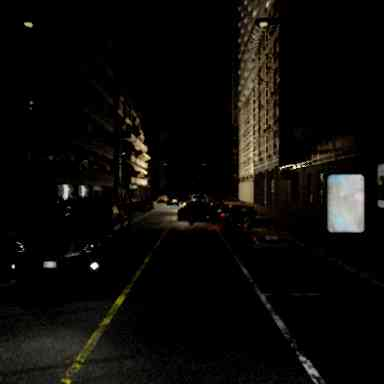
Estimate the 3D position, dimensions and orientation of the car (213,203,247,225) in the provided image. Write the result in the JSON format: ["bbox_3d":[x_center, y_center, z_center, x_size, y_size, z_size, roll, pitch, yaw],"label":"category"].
[{"bbox_3d":[2.713,1.553,24.768,2.008,1.369,4.403,0,0,0],"label":"car"}]

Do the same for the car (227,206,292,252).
[{"bbox_3d":[2.703,1.526,13.641,1.752,1.417,4.829,0,0,0],"label":"car"}]

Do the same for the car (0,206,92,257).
[{"bbox_3d":[-5.678,1.441,13.479,1.967,1.590,4.097,0,0,0],"label":"car"}]

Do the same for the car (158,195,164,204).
[{"bbox_3d":[-5.630,1.465,64.315,1.967,1.590,4.097,0,0,0],"label":"car"}]

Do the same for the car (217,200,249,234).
[{"bbox_3d":[2.708,1.442,19.118,1.967,1.590,4.097,0,0,0],"label":"car"}]

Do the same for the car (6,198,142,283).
[{"bbox_3d":[-3.090,1.222,9.996,2.150,2.045,5.566,0,0,0],"label":"car"}]

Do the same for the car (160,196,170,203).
[{"bbox_3d":[-5.625,1.611,69.964,1.802,1.307,4.206,0,0,0],"label":"car"}]

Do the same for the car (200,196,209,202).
[{"bbox_3d":[2.761,1.585,75.605,2.008,1.369,4.403,0,0,0],"label":"car"}]

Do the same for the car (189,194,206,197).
[{"bbox_3d":[0.709,1.232,40.306,2.150,2.045,5.566,0,0,-4],"label":"car"}]

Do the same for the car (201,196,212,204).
[{"bbox_3d":[2.750,1.569,64.307,1.887,1.381,4.507,0,0,0],"label":"car"}]

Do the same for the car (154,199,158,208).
[{"bbox_3d":[-5.652,1.534,41.552,1.752,1.417,4.829,0,0,0],"label":"car"}]

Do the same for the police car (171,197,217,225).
[{"bbox_3d":[0.271,1.427,24.268,1.930,1.638,5.238,0,0,-18],"label":"police car"}]

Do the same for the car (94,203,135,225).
[{"bbox_3d":[-5.667,1.553,24.775,2.008,1.369,4.403,0,0,0],"label":"car"}]

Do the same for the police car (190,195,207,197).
[{"bbox_3d":[0.933,1.431,34.390,1.930,1.638,5.238,0,0,0],"label":"police car"}]

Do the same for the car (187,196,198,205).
[{"bbox_3d":[0.056,1.526,59.000,1.837,1.490,4.892,0,0,0],"label":"car"}]

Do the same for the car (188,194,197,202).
[{"bbox_3d":[0.072,1.265,76.013,2.097,1.767,4.553,0,0,0],"label":"car"}]

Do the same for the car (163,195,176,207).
[{"bbox_3d":[-3.013,1.563,52.982,2.033,1.411,5.357,0,0,1],"label":"car"}]

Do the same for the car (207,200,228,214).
[{"bbox_3d":[2.724,1.572,36.065,1.947,1.339,4.313,0,0,0],"label":"car"}]

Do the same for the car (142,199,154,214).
[{"bbox_3d":[-5.657,1.572,36.072,1.947,1.339,4.313,0,0,0],"label":"car"}]
